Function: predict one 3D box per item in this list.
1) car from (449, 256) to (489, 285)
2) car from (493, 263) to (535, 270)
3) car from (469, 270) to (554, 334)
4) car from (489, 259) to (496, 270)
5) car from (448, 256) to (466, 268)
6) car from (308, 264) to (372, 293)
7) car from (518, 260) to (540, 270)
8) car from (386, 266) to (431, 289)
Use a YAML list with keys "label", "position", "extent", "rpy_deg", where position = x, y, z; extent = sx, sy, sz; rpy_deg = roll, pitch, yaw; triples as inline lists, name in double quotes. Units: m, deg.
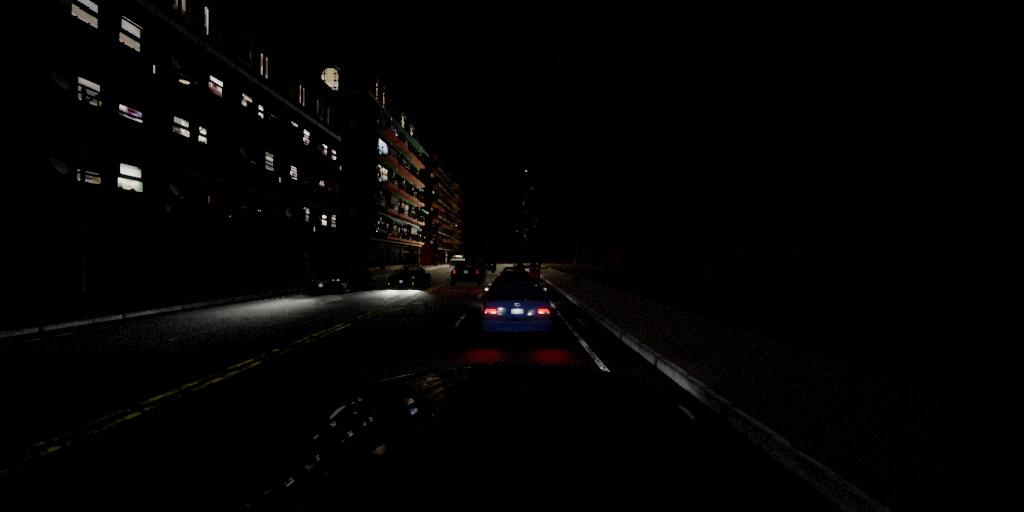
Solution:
- label: "car"
  position: [-3.108, 1.107, 26.330]
  extent: [2.097, 1.767, 4.553]
  rpy_deg: [0, 0, 0]
- label: "car"
  position: [0.128, 1.317, 20.946]
  extent: [1.994, 1.385, 4.181]
  rpy_deg: [0, 0, 1]
- label: "car"
  position: [0.117, 1.299, 10.613]
  extent: [2.033, 1.411, 5.357]
  rpy_deg: [0, 0, 0]
- label: "car"
  position: [-3.079, 1.104, 44.351]
  extent: [2.097, 1.767, 4.553]
  rpy_deg: [0, 0, 2]
- label: "car"
  position: [-9.694, 0.971, 63.546]
  extent: [2.150, 2.045, 5.566]
  rpy_deg: [0, 0, 1]
- label: "car"
  position: [-9.817, 1.244, 20.857]
  extent: [2.128, 1.511, 4.902]
  rpy_deg: [0, 0, 0]
- label: "car"
  position: [1.188, 1.104, 29.880]
  extent: [2.097, 1.767, 4.553]
  rpy_deg: [0, 0, 0]
- label: "car"
  position: [-6.563, 1.317, 23.171]
  extent: [1.994, 1.385, 4.181]
  rpy_deg: [0, 0, 0]
